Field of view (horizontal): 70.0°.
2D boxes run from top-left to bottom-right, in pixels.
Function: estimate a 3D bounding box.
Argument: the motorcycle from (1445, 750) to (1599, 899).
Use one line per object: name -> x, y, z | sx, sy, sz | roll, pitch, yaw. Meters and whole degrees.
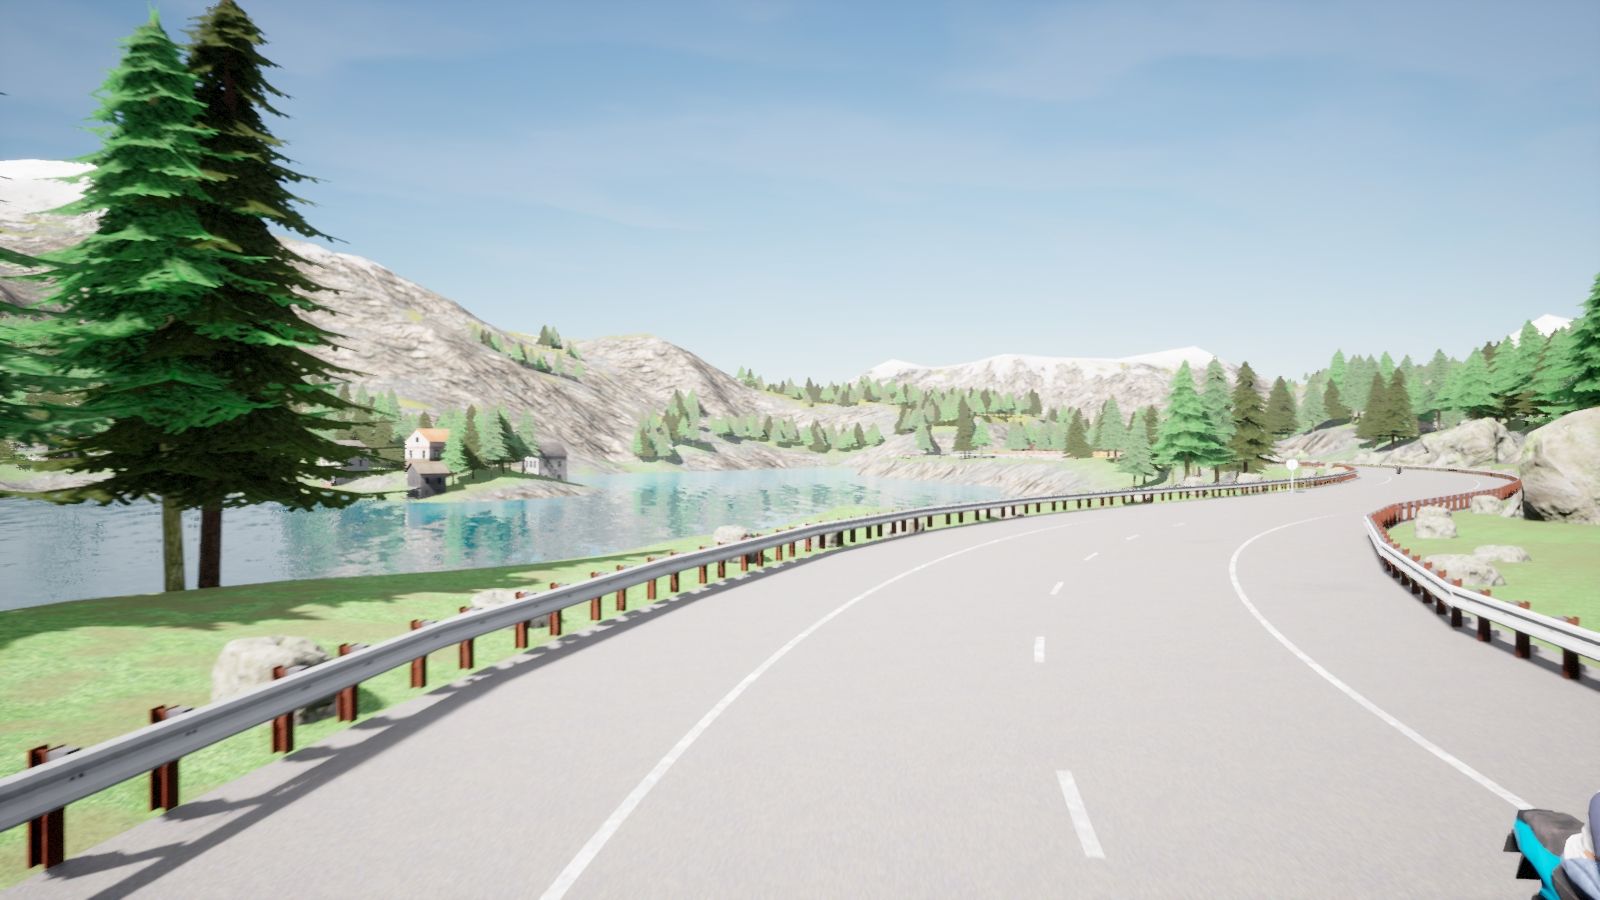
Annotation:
motorcycle -> 3.676, 2.178, 4.906 | 0.803, 1.217, 2.033 | 1, 0, 5
